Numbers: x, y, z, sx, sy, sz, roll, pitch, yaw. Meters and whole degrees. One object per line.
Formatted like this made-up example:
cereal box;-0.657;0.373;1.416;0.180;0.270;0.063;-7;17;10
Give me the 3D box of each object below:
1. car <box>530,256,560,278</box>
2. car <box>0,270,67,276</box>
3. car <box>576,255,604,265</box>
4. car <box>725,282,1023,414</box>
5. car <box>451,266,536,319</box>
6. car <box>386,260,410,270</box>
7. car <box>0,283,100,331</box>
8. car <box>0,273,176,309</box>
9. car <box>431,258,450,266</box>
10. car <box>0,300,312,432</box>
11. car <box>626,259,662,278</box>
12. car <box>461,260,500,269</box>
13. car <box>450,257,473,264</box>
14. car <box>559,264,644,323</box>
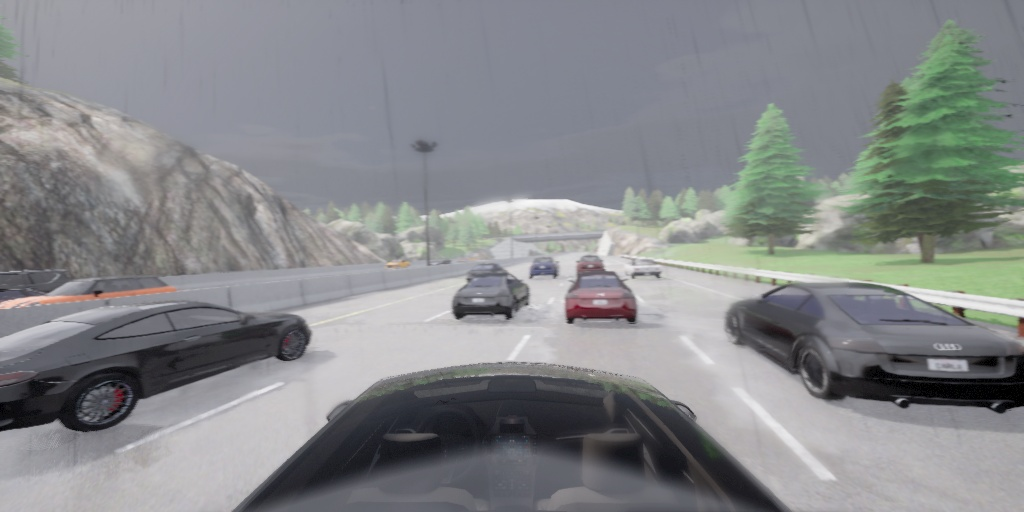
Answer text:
car;2.685;0.811;28.835;2.097;1.767;4.553;-2;0;11
car;-21.796;1.669;14.524;2.150;2.045;5.566;-2;0;12
car;6.012;0.699;27.632;2.097;1.767;4.553;-2;0;11
car;5.095;1.100;5.779;1.994;1.385;4.181;-2;0;13
car;-0.582;1.257;12.607;1.994;1.385;4.181;-2;0;12
car;-17.293;1.284;54.512;1.882;1.535;5.008;-2;0;11
car;-18.654;1.896;12.445;2.033;1.411;5.357;-2;0;12
car;-15.001;1.565;12.887;2.097;1.767;4.553;-2;0;12
car;-10.432;1.005;53.149;2.128;1.511;4.902;-2;0;11
car;-5.623;1.449;5.906;1.812;1.442;4.674;-2;0;14
car;9.112;0.853;25.222;1.895;1.301;4.718;-2;0;11
car;-1.640;1.191;24.951;2.033;1.411;5.357;-2;0;11
car;-7.008;0.853;52.438;1.895;1.301;4.718;-2;0;11
car;2.722;1.147;11.323;1.994;1.385;4.181;-2;0;12
